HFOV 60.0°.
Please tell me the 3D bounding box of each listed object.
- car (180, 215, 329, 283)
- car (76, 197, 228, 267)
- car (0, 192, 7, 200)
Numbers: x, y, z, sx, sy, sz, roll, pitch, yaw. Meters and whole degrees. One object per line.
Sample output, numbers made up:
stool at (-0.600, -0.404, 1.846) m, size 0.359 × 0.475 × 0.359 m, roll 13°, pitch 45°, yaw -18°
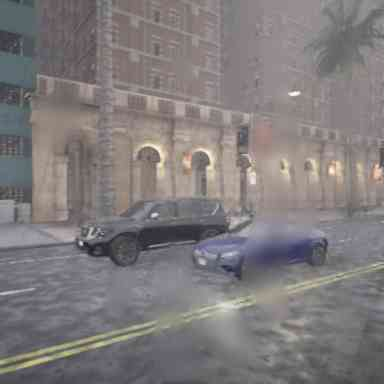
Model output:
car at (2.164, 1.516, 9.817) m, size 4.674 × 1.442 × 1.812 m, roll 0°, pitch 0°, yaw -35°
car at (-1.132, 1.214, 11.771) m, size 5.566 × 2.045 × 2.150 m, roll 0°, pitch 0°, yaw -35°
car at (-17.562, 1.028, 26.124) m, size 5.566 × 2.045 × 2.435 m, roll 0°, pitch 0°, yaw -35°
